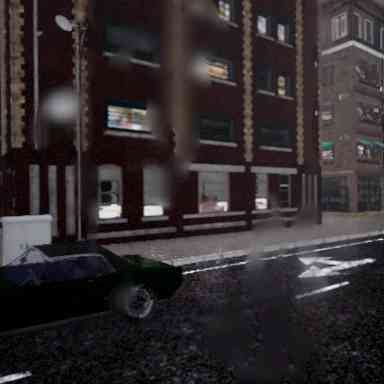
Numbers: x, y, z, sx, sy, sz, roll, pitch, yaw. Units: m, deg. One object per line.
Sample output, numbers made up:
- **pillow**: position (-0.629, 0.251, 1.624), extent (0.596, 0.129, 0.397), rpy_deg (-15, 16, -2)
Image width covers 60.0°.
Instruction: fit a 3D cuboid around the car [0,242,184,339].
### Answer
- **car**: position (-2.575, 1.623, 5.855), extent (4.718, 1.301, 1.895), rpy_deg (1, -1, -35)
